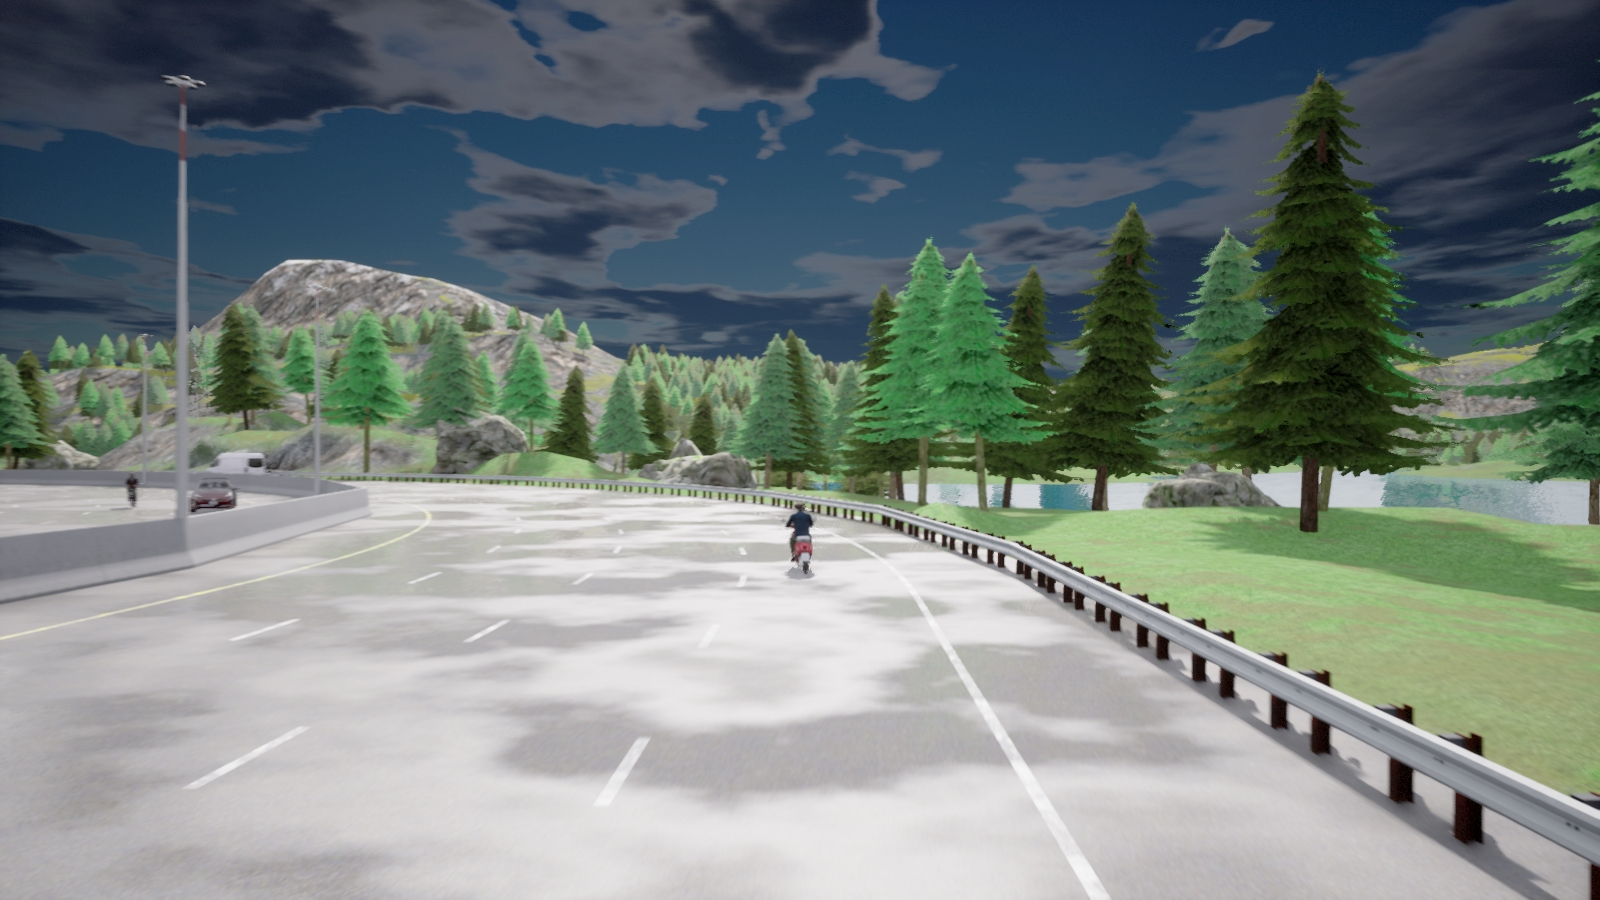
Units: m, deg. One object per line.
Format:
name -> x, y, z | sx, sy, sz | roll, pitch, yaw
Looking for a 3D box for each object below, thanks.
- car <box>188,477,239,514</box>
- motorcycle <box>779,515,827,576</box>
car -> -27.059, 2.050, 52.826 | 2.007, 1.525, 4.514 | 0, 0, -26
motorcycle -> 0.055, 2.201, 26.728 | 0.856, 1.236, 1.805 | -3, 0, -6
